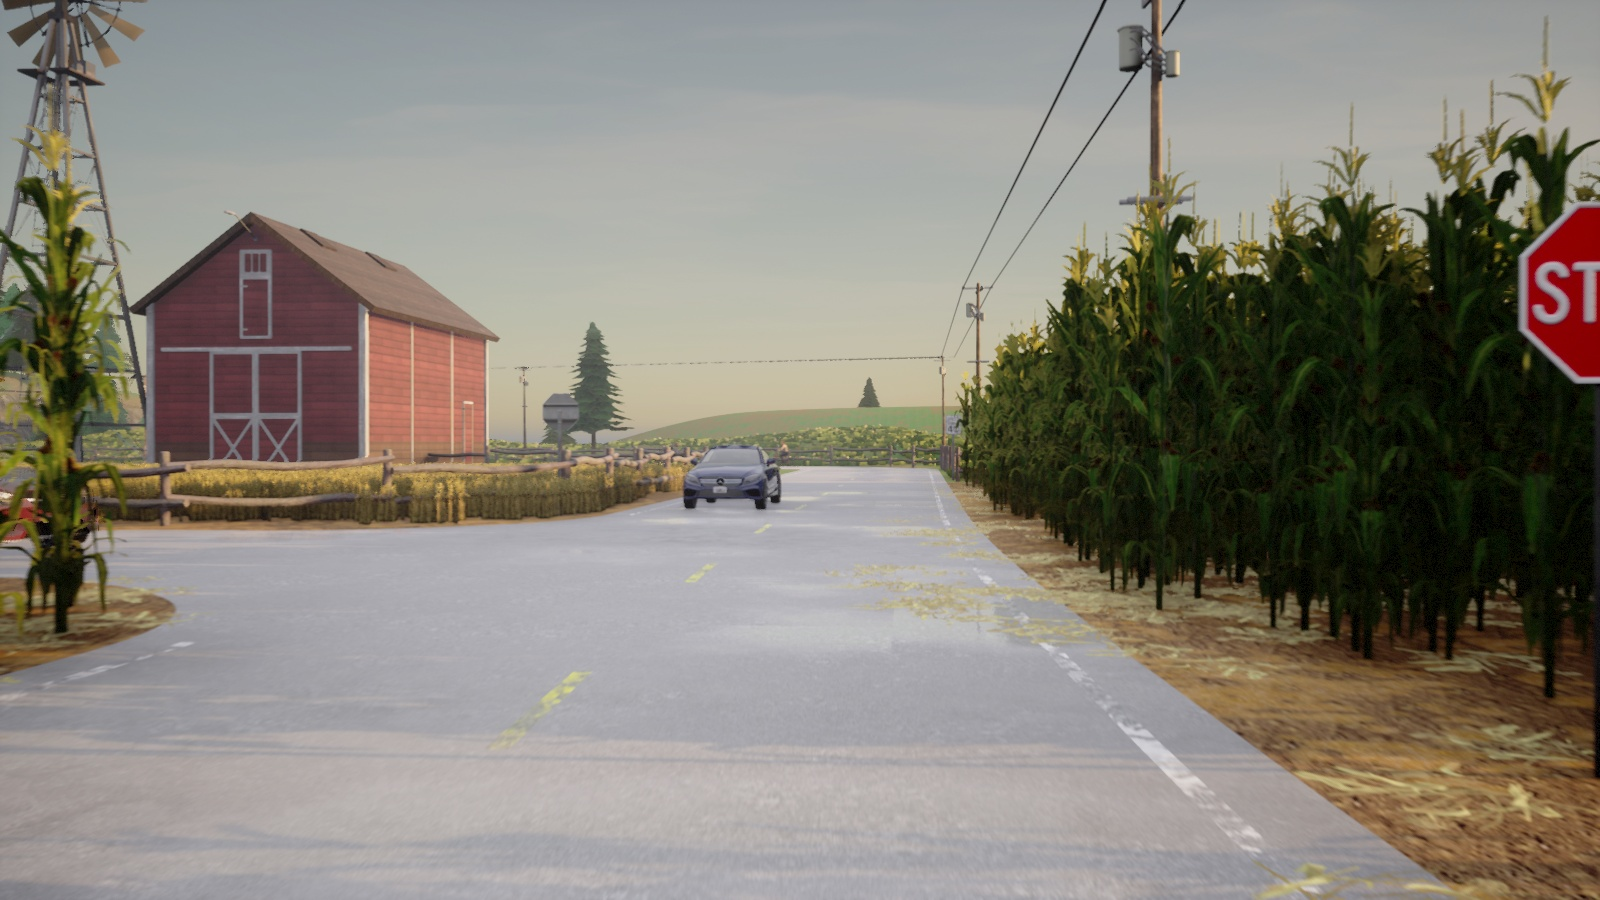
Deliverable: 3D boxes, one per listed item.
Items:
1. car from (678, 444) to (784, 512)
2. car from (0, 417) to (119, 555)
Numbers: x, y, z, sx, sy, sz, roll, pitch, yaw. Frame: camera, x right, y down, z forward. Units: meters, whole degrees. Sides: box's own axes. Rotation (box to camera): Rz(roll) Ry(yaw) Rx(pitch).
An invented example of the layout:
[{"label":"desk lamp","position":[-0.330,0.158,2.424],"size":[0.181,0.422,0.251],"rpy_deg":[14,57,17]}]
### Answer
[{"label":"car","position":[-1.525,0.595,29.535],"size":[1.812,1.442,4.674],"rpy_deg":[0,0,5]},{"label":"car","position":[-11.893,0.417,16.298],"size":[5.027,1.651,2.152],"rpy_deg":[0,0,5]}]
